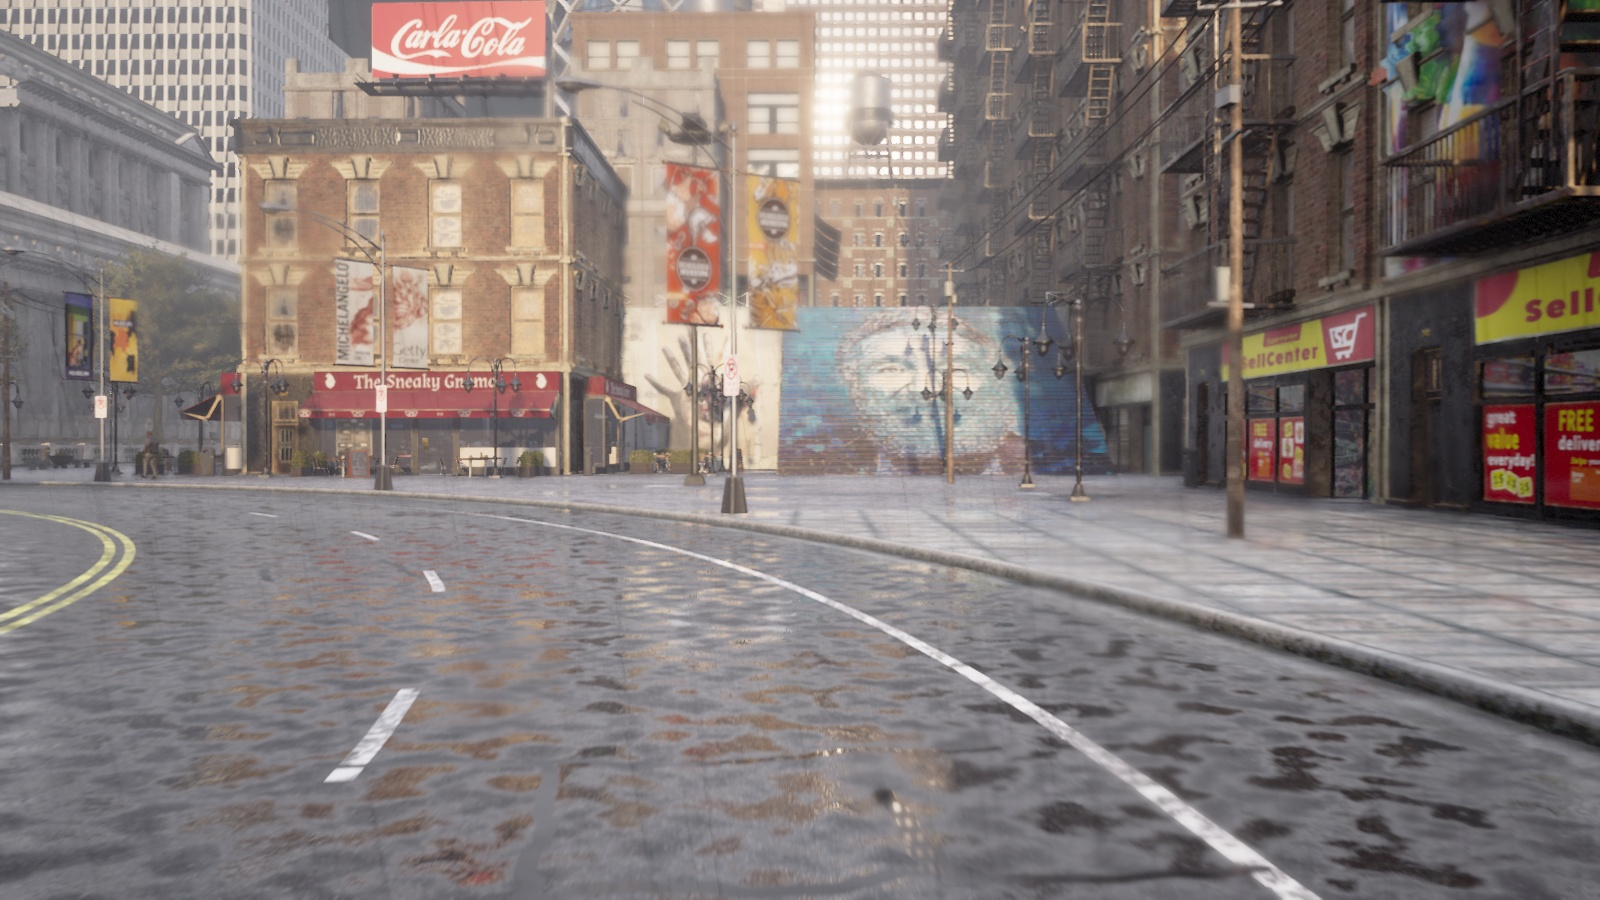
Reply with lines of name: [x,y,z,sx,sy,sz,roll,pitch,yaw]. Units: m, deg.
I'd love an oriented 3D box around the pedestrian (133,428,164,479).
pedestrian: [-24.111,0.128,46.482,0.849,1.883,0.563,0,0,18]
